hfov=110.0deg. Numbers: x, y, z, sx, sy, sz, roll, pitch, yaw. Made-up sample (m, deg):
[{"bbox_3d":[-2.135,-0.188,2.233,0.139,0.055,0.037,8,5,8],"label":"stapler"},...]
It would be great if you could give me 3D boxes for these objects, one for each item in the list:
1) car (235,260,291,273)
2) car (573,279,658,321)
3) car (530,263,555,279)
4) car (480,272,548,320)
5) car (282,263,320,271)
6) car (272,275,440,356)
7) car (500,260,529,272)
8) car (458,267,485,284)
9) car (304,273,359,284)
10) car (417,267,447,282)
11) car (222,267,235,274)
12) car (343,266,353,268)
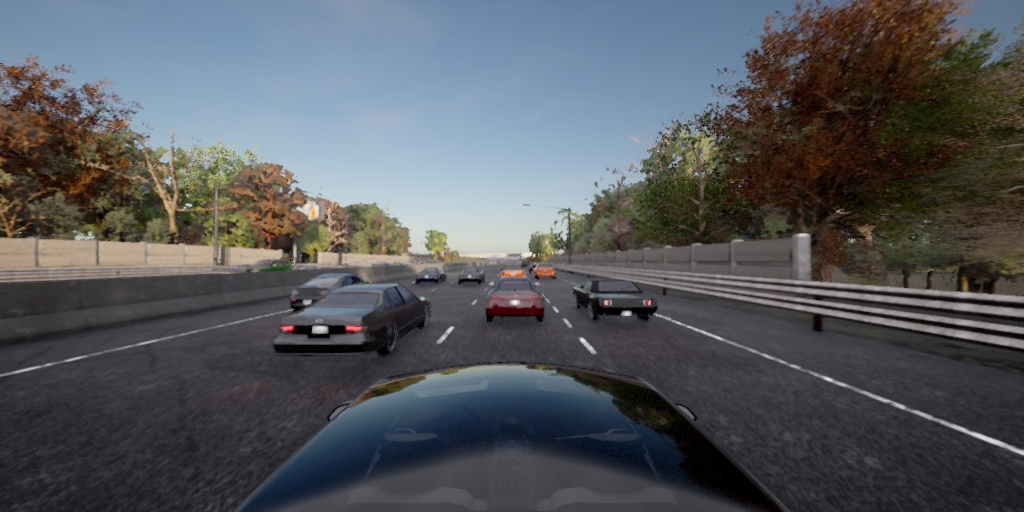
[{"bbox_3d":[-24.608,1.375,36.342,2.150,2.045,5.566,0,-1,0],"label":"car"},{"bbox_3d":[3.486,1.475,13.110,1.895,1.301,4.718,0,-1,0],"label":"car"},{"bbox_3d":[3.483,1.538,39.668,2.097,1.767,4.553,0,-1,0],"label":"car"},{"bbox_3d":[0.096,1.446,13.232,1.994,1.385,4.181,0,-1,0],"label":"car"},{"bbox_3d":[-21.107,1.726,37.005,1.994,1.385,4.181,0,-1,0],"label":"car"},{"bbox_3d":[-3.402,1.379,8.857,2.033,1.411,5.357,0,-1,0],"label":"car"},{"bbox_3d":[0.087,1.432,30.111,2.097,1.767,4.553,0,-1,0],"label":"car"},{"bbox_3d":[-3.409,1.653,30.870,1.994,1.385,4.181,0,-1,0],"label":"car"},{"bbox_3d":[-6.903,1.422,14.410,1.812,1.442,4.674,0,-1,0],"label":"car"},{"bbox_3d":[-6.909,1.655,31.030,1.994,1.385,4.181,0,-1,0],"label":"car"},{"bbox_3d":[-28.101,1.662,37.754,2.128,1.511,4.902,0,-1,0],"label":"car"},{"bbox_3d":[-17.608,1.786,38.923,1.895,1.301,4.718,0,-1,0],"label":"car"}]
